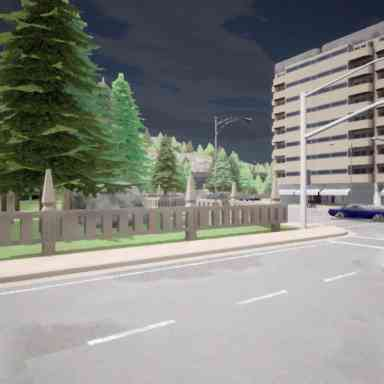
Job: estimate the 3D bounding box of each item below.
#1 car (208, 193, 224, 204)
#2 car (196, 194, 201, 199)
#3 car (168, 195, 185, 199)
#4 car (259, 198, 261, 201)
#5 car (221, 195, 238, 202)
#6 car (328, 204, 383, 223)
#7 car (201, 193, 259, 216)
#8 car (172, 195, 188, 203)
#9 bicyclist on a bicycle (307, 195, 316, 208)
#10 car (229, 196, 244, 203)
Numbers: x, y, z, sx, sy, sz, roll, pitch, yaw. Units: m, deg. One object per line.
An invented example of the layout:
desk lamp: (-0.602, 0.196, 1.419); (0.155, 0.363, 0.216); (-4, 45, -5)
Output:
car: (4.736, 1.166, 65.202); (2.150, 2.045, 5.566); (0, 0, 14)
car: (2.549, 1.169, 41.994); (2.150, 2.045, 5.566); (0, 0, -20)
car: (-2.708, 1.422, 48.428); (1.882, 1.535, 5.008); (0, 0, -9)
car: (14.233, 1.540, 77.266); (1.895, 1.301, 4.718); (0, 0, 40)
car: (8.518, 1.469, 75.156); (1.812, 1.442, 4.674); (0, 0, 32)
car: (12.814, 1.545, 24.849); (1.895, 1.301, 4.718); (0, 0, -35)
car: (3.558, 1.166, 32.512); (2.150, 2.045, 5.566); (0, 0, -31)
car: (-2.316, 1.443, 67.131); (1.882, 1.535, 5.008); (0, 0, 14)
bicyclist on a bicycle: (15.252, 1.245, 42.431); (1.656, 1.620, 0.582); (0, 0, -29)
car: (9.173, 1.492, 67.886); (2.033, 1.411, 5.357); (0, 0, 20)
